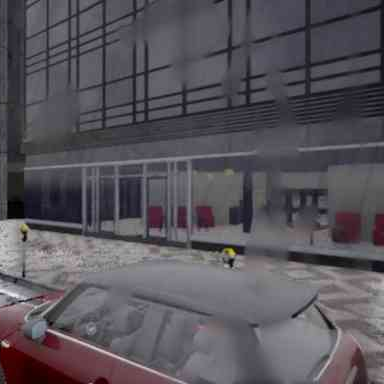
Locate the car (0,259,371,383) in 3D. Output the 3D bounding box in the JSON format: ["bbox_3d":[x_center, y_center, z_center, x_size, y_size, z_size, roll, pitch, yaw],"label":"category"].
[{"bbox_3d":[-0.536,1.439,3.342,4.097,1.590,1.967,0,0,36],"label":"car"}]
